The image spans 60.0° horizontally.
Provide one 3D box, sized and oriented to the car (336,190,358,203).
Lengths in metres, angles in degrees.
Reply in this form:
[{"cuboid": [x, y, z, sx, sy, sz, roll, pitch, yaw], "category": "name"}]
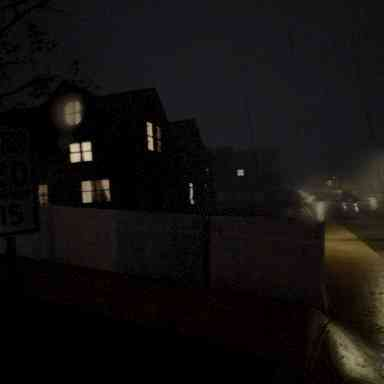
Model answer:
[{"cuboid": [19.029, 0.510, 41.160, 2.033, 1.411, 5.357, -4, 0, 16], "category": "car"}]
